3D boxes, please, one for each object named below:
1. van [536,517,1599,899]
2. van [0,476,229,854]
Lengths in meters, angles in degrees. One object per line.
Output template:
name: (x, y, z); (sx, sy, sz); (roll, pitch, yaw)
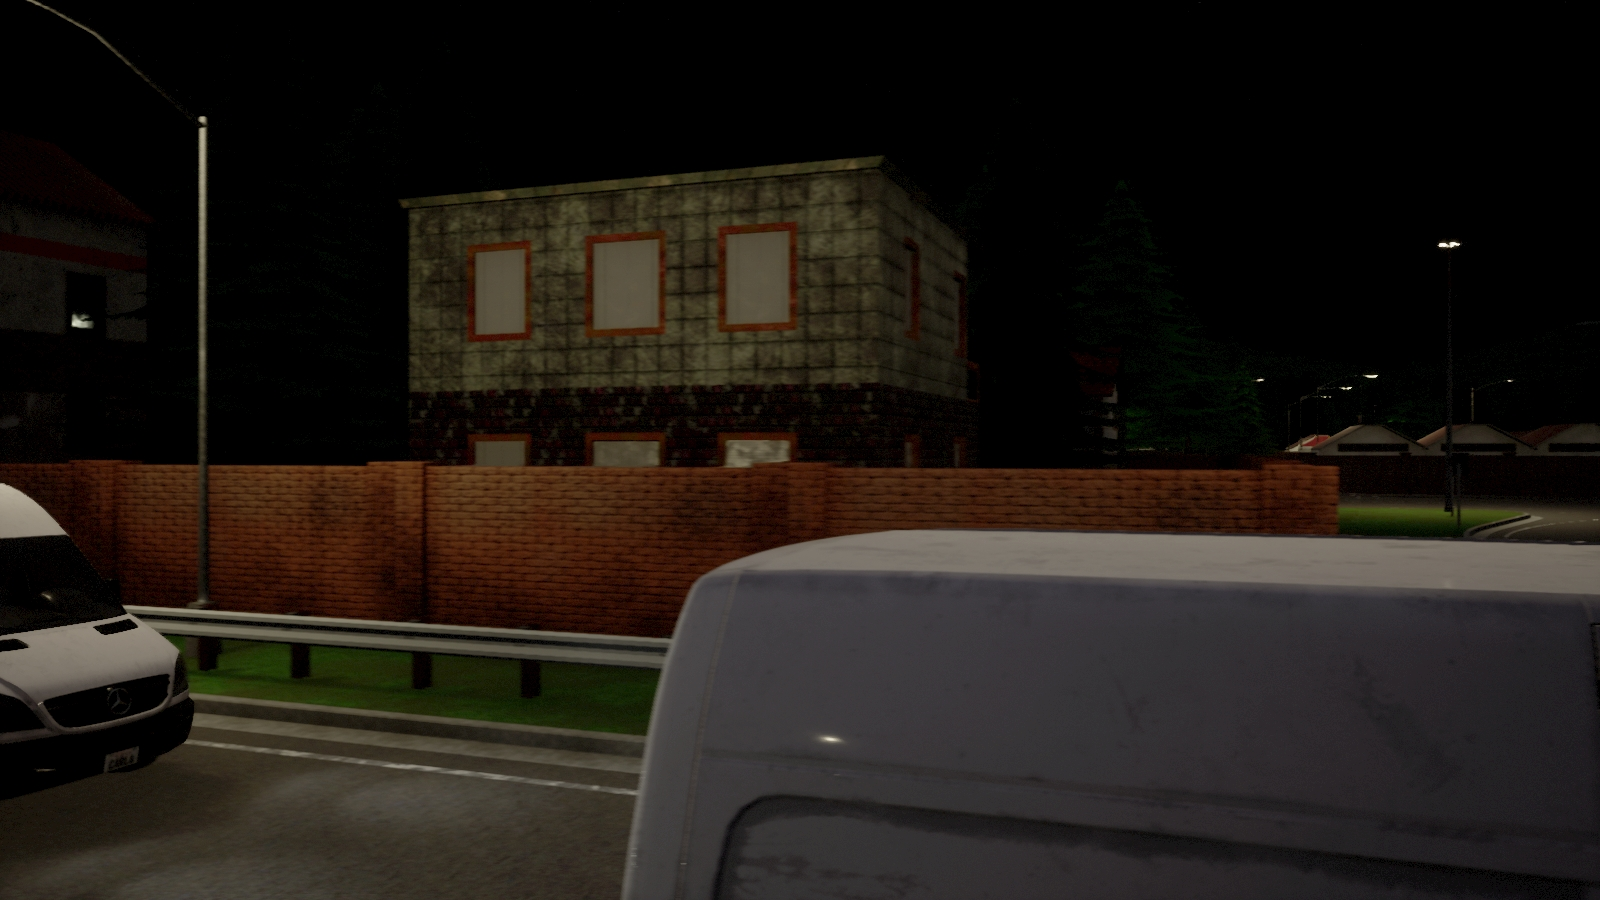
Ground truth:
van: (2.559, 1.535, 2.359); (5.915, 2.561, 1.988); (0, 0, 20)
van: (-8.021, 1.530, 9.877); (5.915, 2.561, 1.988); (0, 0, 20)
